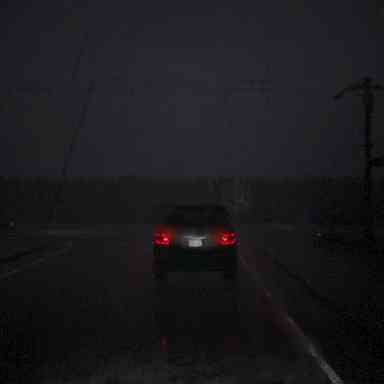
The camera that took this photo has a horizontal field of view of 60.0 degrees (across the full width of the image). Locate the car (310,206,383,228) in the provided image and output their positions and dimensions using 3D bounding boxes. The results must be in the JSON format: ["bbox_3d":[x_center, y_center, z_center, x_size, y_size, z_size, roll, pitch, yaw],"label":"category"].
[{"bbox_3d":[11.120,1.743,23.956,5.008,1.535,1.882,0,-1,1],"label":"car"}]

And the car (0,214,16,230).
[{"bbox_3d":[-13.572,1.721,20.657,4.902,1.511,2.128,0,-1,1],"label":"car"}]

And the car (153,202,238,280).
[{"bbox_3d":[0.090,1.324,10.417,2.150,2.045,5.566,0,-1,0],"label":"car"}]
